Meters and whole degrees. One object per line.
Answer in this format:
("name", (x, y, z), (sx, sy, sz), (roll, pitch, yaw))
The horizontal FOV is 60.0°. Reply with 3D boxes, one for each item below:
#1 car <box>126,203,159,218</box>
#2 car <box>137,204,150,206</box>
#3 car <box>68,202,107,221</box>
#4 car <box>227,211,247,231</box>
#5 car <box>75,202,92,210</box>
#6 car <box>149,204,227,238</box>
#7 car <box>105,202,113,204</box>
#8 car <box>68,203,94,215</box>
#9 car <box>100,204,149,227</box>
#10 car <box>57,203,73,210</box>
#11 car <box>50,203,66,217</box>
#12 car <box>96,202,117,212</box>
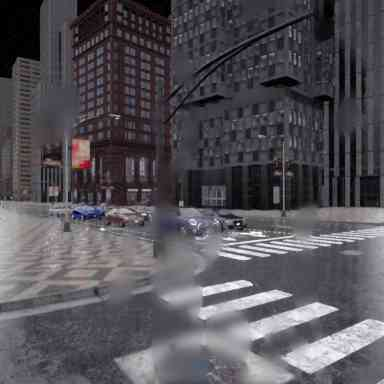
("car", (-5.834, 2.132, 38.750), (1.837, 1.490, 4.892), (0, -1, -36))
("car", (-3.469, 1.969, 29.548), (1.837, 1.490, 4.892), (0, -1, -35))
("car", (-10.910, 2.103, 34.342), (1.882, 1.535, 5.008), (0, -1, -36))
("car", (1.712, 1.861, 22.331), (1.994, 1.385, 4.181), (0, -1, -36))
("car", (-21.714, 2.751, 66.434), (1.812, 1.442, 4.674), (0, -1, -36))
("car", (-0.361, 1.636, 19.612), (2.097, 1.767, 4.553), (0, -1, -35))
("car", (-9.534, 2.153, 38.000), (2.128, 1.511, 4.902), (0, -1, -36))
("car", (-15.573, 2.352, 46.492), (2.128, 1.511, 4.902), (0, -1, -35))
("car", (-5.514, 1.975, 26.825), (1.812, 1.442, 4.674), (0, -1, -36))
("car", (-24.974, 2.851, 65.401), (1.895, 1.301, 4.718), (0, -1, -36))
("car", (-16.680, 2.416, 42.432), (1.895, 1.301, 4.718), (0, -1, -35))
("car", (-14.559, 2.471, 56.470), (1.882, 1.535, 5.008), (0, -1, -36))
